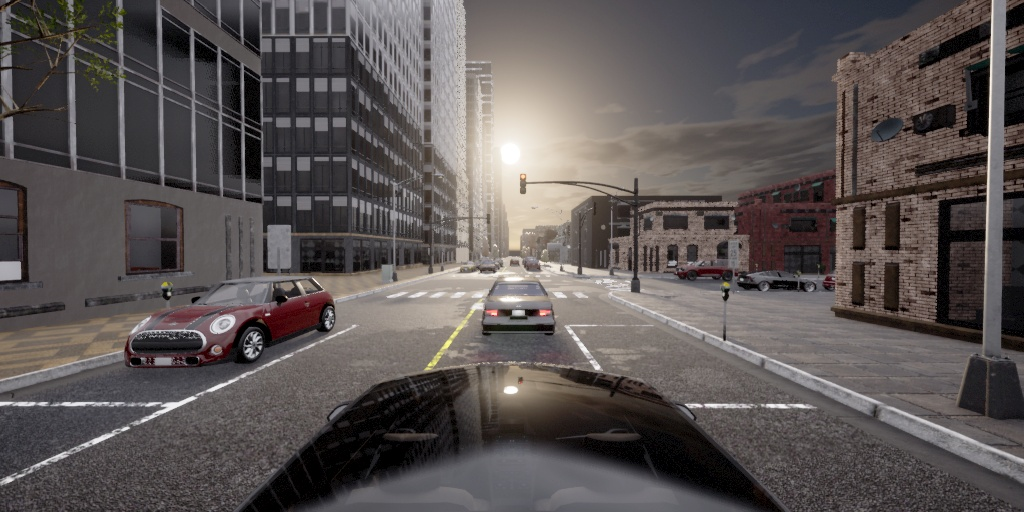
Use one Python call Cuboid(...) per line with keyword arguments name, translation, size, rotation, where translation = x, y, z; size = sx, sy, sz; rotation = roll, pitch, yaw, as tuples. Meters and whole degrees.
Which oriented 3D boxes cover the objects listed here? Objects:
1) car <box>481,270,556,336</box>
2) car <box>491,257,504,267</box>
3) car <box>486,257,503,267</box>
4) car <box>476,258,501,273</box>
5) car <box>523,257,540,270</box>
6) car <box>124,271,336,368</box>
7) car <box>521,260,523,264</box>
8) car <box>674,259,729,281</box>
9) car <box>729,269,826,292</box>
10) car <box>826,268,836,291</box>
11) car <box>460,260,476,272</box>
Cuboid(name="car", translation=(0.157, 1.295, 10.385), size=(2.033, 1.411, 5.357), rotation=(0, 0, 0))
Cuboid(name="car", translation=(-2.637, 1.088, 64.327), size=(2.097, 1.767, 4.553), rotation=(0, 0, 1))
Cuboid(name="car", translation=(-2.751, 1.286, 53.756), size=(2.033, 1.411, 5.357), rotation=(0, 0, 0))
Cuboid(name="car", translation=(-2.816, 1.287, 43.613), size=(2.033, 1.411, 5.357), rotation=(0, 0, 0))
Cuboid(name="car", translation=(3.021, 1.178, 51.301), size=(1.967, 1.591, 4.097), rotation=(0, 0, 0))
Cuboid(name="car", translation=(-5.653, 1.188, 7.822), size=(1.967, 1.591, 4.097), rotation=(0, 0, 0))
Cuboid(name="car", translation=(3.097, 1.051, 62.589), size=(2.192, 1.841, 5.009), rotation=(0, 0, 0))
Cuboid(name="car", translation=(16.712, 1.164, 30.926), size=(5.009, 1.841, 2.192), rotation=(0, 0, 1))
Cuboid(name="car", translation=(16.549, 1.546, 22.548), size=(4.313, 1.339, 1.948), rotation=(0, 0, 1))
Cuboid(name="car", translation=(22.096, 1.473, 22.439), size=(4.097, 1.591, 1.967), rotation=(0, 0, 1))
Cuboid(name="car", translation=(-5.536, 1.265, 45.599), size=(1.751, 1.417, 4.829), rotation=(0, 0, 0))
